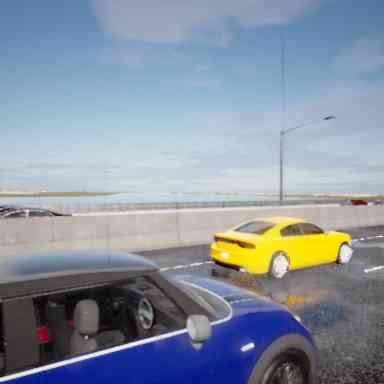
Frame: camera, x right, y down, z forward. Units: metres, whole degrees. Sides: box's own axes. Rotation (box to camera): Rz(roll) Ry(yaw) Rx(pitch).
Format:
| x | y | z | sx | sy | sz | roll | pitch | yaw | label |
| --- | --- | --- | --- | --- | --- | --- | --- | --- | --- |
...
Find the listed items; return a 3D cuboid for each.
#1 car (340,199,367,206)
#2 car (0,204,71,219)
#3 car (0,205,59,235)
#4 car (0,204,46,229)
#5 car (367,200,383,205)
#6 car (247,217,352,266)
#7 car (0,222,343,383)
| x | y | z | sx | sy | sz | roll | pitch | yaw | label |
| --- | --- | --- | --- | --- | --- | --- | --- | --- | --- |
| 22.051 | 1.660 | 45.093 | 4.674 | 1.442 | 1.812 | 0 | 0 | -34 | car |
| -8.068 | 1.495 | 15.428 | 4.902 | 1.511 | 2.128 | 0 | 0 | -35 | car |
| -10.032 | 1.528 | 18.326 | 4.674 | 1.442 | 1.812 | 0 | 0 | -35 | car |
| -12.024 | 1.528 | 21.205 | 4.674 | 1.442 | 1.812 | 0 | 0 | -35 | car |
| 24.993 | 1.701 | 42.865 | 4.181 | 1.385 | 1.994 | 0 | 0 | -34 | car |
| 2.868 | 1.502 | 10.079 | 5.008 | 1.535 | 1.882 | 0 | 0 | -35 | car |
| -0.863 | 1.355 | 3.129 | 4.553 | 1.767 | 2.097 | 0 | 0 | -35 | car |
